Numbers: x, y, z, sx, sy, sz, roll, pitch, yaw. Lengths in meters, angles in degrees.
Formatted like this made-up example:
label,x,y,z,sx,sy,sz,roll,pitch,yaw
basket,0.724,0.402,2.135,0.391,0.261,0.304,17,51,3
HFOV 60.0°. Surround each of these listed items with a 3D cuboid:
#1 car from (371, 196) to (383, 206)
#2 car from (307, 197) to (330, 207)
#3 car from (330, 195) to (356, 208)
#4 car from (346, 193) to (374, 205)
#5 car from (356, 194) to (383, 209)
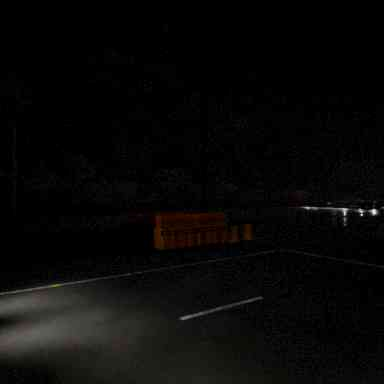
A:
label,x,y,z,sx,sy,sz,roll,pitch,yaw
car,29.890,1.333,51.147,5.357,1.411,2.033,0,0,-35
car,18.745,1.383,47.504,5.357,1.411,2.033,0,0,-36
car,21.059,1.360,44.846,4.674,1.442,1.812,0,0,-36
car,27.033,1.143,53.403,4.553,1.767,2.097,0,0,-35
car,23.290,1.185,42.146,4.553,1.767,2.097,0,0,-35
